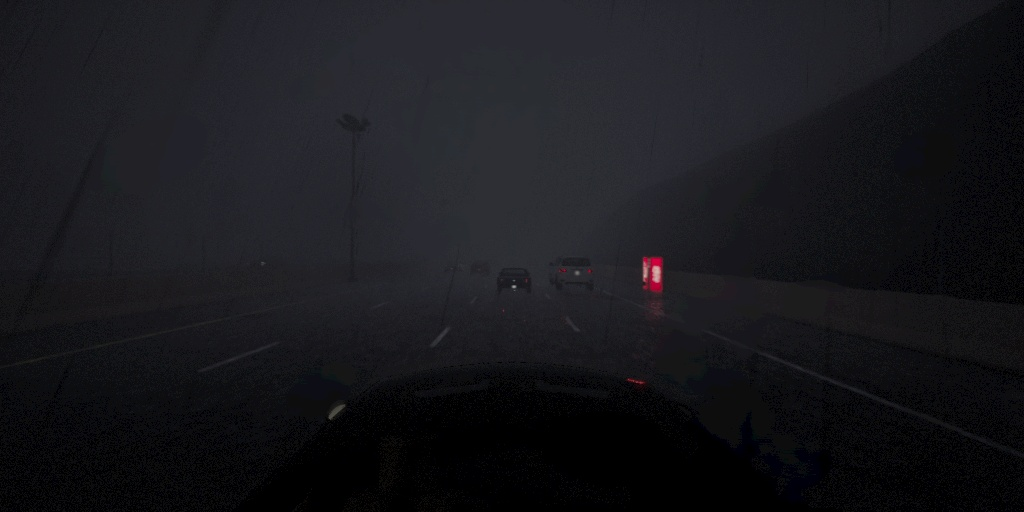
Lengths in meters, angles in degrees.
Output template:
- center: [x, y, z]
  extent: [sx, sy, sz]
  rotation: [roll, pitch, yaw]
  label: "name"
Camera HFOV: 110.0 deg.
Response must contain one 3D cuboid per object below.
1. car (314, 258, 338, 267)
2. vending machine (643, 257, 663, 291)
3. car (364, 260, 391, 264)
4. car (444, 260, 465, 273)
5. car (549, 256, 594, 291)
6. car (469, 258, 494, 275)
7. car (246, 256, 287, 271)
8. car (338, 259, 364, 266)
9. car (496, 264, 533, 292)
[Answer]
- center: [-24.388, 1.034, 47.876]
  extent: [1.812, 1.442, 4.674]
  rotation: [1, 0, 1]
  label: "car"
- center: [8.552, 1.027, 21.845]
  extent: [1.100, 2.100, 0.880]
  rotation: [0, 0, 0]
  label: "vending machine"
- center: [-17.385, 1.177, 47.509]
  extent: [1.895, 1.301, 4.718]
  rotation: [1, 0, 1]
  label: "car"
- center: [-6.757, 1.206, 42.653]
  extent: [1.812, 1.442, 4.674]
  rotation: [1, 0, 0]
  label: "car"
- center: [3.668, 1.005, 22.740]
  extent: [2.150, 2.045, 5.566]
  rotation: [1, 0, 0]
  label: "car"
- center: [-3.273, 1.192, 38.276]
  extent: [1.882, 1.535, 5.008]
  rotation: [1, 0, 0]
  label: "car"
- center: [-27.927, 0.827, 40.972]
  extent: [2.097, 1.767, 4.553]
  rotation: [1, 0, 1]
  label: "car"
- center: [-20.895, 1.105, 47.957]
  extent: [1.994, 1.385, 4.181]
  rotation: [1, 0, 1]
  label: "car"
- center: [0.138, 1.350, 21.349]
  extent: [1.895, 1.301, 4.718]
  rotation: [1, 0, 1]
  label: "car"
